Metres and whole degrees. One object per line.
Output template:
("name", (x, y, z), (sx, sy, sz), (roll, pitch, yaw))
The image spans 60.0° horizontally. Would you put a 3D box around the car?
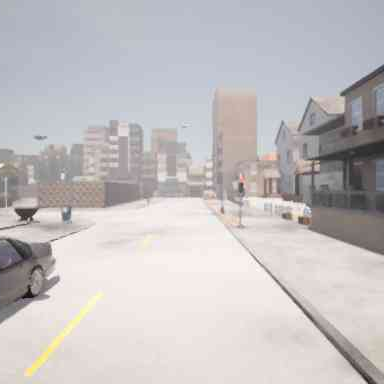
("car", (-4.095, 1.508, 5.550), (2.033, 1.411, 5.357), (0, 0, 0))
